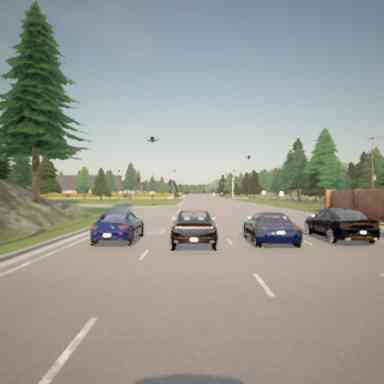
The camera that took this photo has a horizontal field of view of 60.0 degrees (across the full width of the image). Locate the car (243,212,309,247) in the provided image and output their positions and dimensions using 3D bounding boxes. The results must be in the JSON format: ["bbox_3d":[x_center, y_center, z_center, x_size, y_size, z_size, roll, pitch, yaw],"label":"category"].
[{"bbox_3d":[3.589,1.617,15.410,1.994,1.385,4.181,0,0,0],"label":"car"}]

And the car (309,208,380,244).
[{"bbox_3d":[7.090,1.533,16.225,1.882,1.535,5.008,0,0,0],"label":"car"}]

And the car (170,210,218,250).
[{"bbox_3d":[0.086,1.542,14.632,2.128,1.511,4.902,0,0,0],"label":"car"}]

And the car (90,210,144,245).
[{"bbox_3d":[-3.417,1.580,15.675,1.812,1.442,4.674,0,0,0],"label":"car"}]
